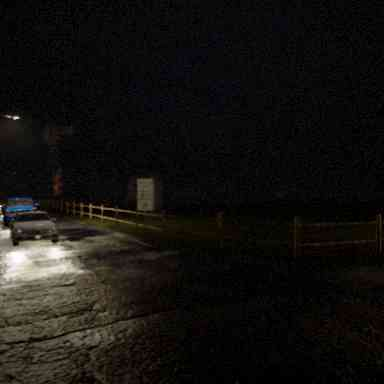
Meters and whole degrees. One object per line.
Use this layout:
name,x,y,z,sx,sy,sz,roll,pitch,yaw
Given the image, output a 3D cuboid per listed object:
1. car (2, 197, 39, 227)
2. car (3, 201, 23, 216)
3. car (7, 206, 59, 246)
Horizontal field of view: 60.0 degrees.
car,-13.155,1.444,25.507,2.150,2.045,5.566,-1,0,-30
car,-20.514,1.835,38.029,1.837,1.490,4.892,-1,0,-31
car,-7.832,1.669,16.354,1.812,1.442,4.674,-1,0,-31
